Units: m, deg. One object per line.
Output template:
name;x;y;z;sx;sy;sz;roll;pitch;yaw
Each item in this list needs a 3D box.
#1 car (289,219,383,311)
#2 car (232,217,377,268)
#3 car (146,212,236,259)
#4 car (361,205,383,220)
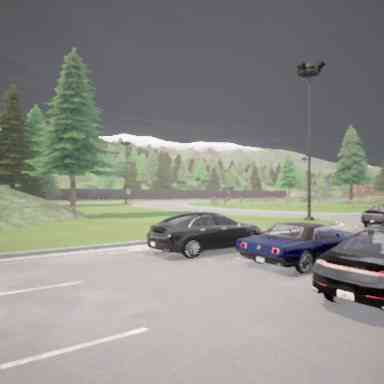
car;4.546;1.519;6.988;4.902;1.511;2.128;0;0;-35
car;3.752;1.633;10.718;4.718;1.301;1.895;0;0;-35
car;0.632;1.533;12.795;4.892;1.490;1.837;0;0;-35
car;12.890;1.574;21.534;4.902;1.511;2.128;0;0;-35
